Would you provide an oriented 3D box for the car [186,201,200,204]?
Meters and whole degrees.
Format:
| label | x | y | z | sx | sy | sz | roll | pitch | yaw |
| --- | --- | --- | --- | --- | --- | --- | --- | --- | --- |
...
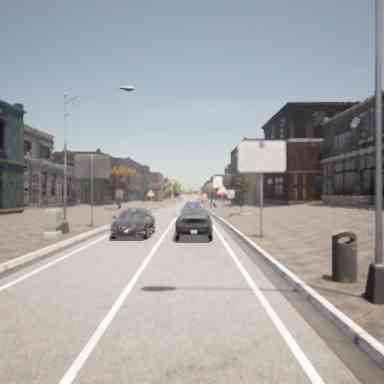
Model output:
| label | x | y | z | sx | sy | sz | roll | pitch | yaw |
| --- | --- | --- | --- | --- | --- | --- | --- | --- | --- |
| car | 0.080 | 1.743 | 36.600 | 2.097 | 1.767 | 4.553 | 0 | -1 | 0 |

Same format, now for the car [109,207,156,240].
| label | x | y | z | sx | sy | sz | roll | pitch | yaw |
| --- | --- | --- | --- | --- | --- | --- | --- | --- | --- |
| car | -3.009 | 1.584 | 17.668 | 1.837 | 1.490 | 4.892 | 0 | 0 | 0 |

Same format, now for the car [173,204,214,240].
| label | x | y | z | sx | sy | sz | roll | pitch | yaw |
| --- | --- | --- | --- | --- | --- | --- | --- | --- | --- |
| car | 0.092 | 1.585 | 17.630 | 1.837 | 1.490 | 4.892 | 0 | 0 | 0 |
